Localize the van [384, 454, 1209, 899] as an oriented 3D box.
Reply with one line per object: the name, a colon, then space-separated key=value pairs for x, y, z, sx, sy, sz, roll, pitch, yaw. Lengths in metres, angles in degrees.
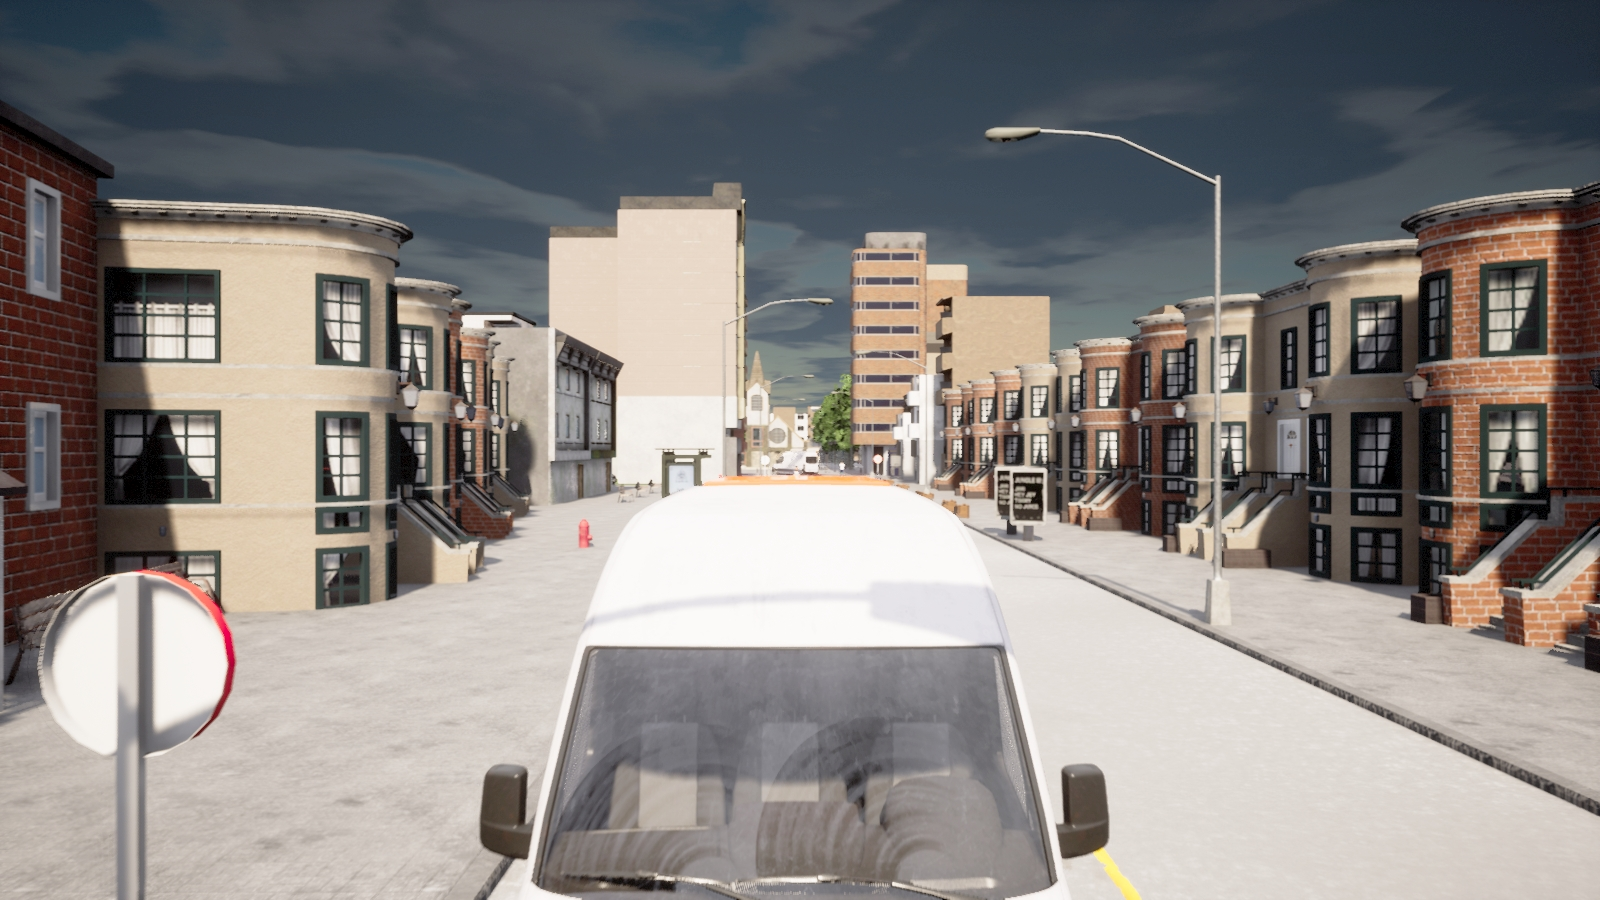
van: x=-0.017 y=1.309 z=5.713 sx=1.988 sy=2.561 sz=5.915 roll=0 pitch=0 yaw=0
